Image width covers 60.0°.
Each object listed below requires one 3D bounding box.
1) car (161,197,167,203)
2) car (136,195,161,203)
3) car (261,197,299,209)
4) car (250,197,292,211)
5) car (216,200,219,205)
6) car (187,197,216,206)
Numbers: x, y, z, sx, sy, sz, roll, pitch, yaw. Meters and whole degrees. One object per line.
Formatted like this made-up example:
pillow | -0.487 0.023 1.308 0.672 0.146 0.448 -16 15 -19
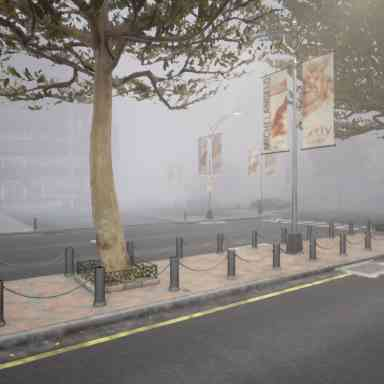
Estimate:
car | -7.329 1.524 70.019 4.674 1.442 1.812 0 0 41
car | -9.121 1.352 66.743 4.553 1.767 2.097 0 0 41
car | 11.891 1.477 45.195 1.882 1.535 5.008 0 0 -35
car | 9.762 1.547 42.145 2.033 1.411 5.357 0 0 -35
car | 2.793 1.526 57.946 1.812 1.442 4.674 0 0 -36
car | 1.290 1.601 54.049 1.895 1.301 4.718 0 0 -36
